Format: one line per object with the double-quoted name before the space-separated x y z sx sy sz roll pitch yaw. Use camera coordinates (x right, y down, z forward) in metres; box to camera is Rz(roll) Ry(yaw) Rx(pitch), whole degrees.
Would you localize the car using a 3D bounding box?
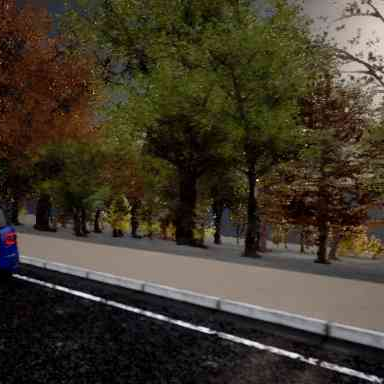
"car" -6.577 1.217 8.377 5.566 2.045 2.150 0 0 35
